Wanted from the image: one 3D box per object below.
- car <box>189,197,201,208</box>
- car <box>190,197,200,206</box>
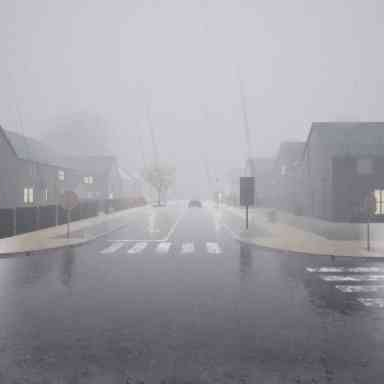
[{"bbox_3d":[0.434,1.685,51.241,2.128,1.511,4.902,0,0,0],"label":"car"},{"bbox_3d":[0.524,1.748,61.660,1.882,1.535,5.008,0,0,0],"label":"car"}]
